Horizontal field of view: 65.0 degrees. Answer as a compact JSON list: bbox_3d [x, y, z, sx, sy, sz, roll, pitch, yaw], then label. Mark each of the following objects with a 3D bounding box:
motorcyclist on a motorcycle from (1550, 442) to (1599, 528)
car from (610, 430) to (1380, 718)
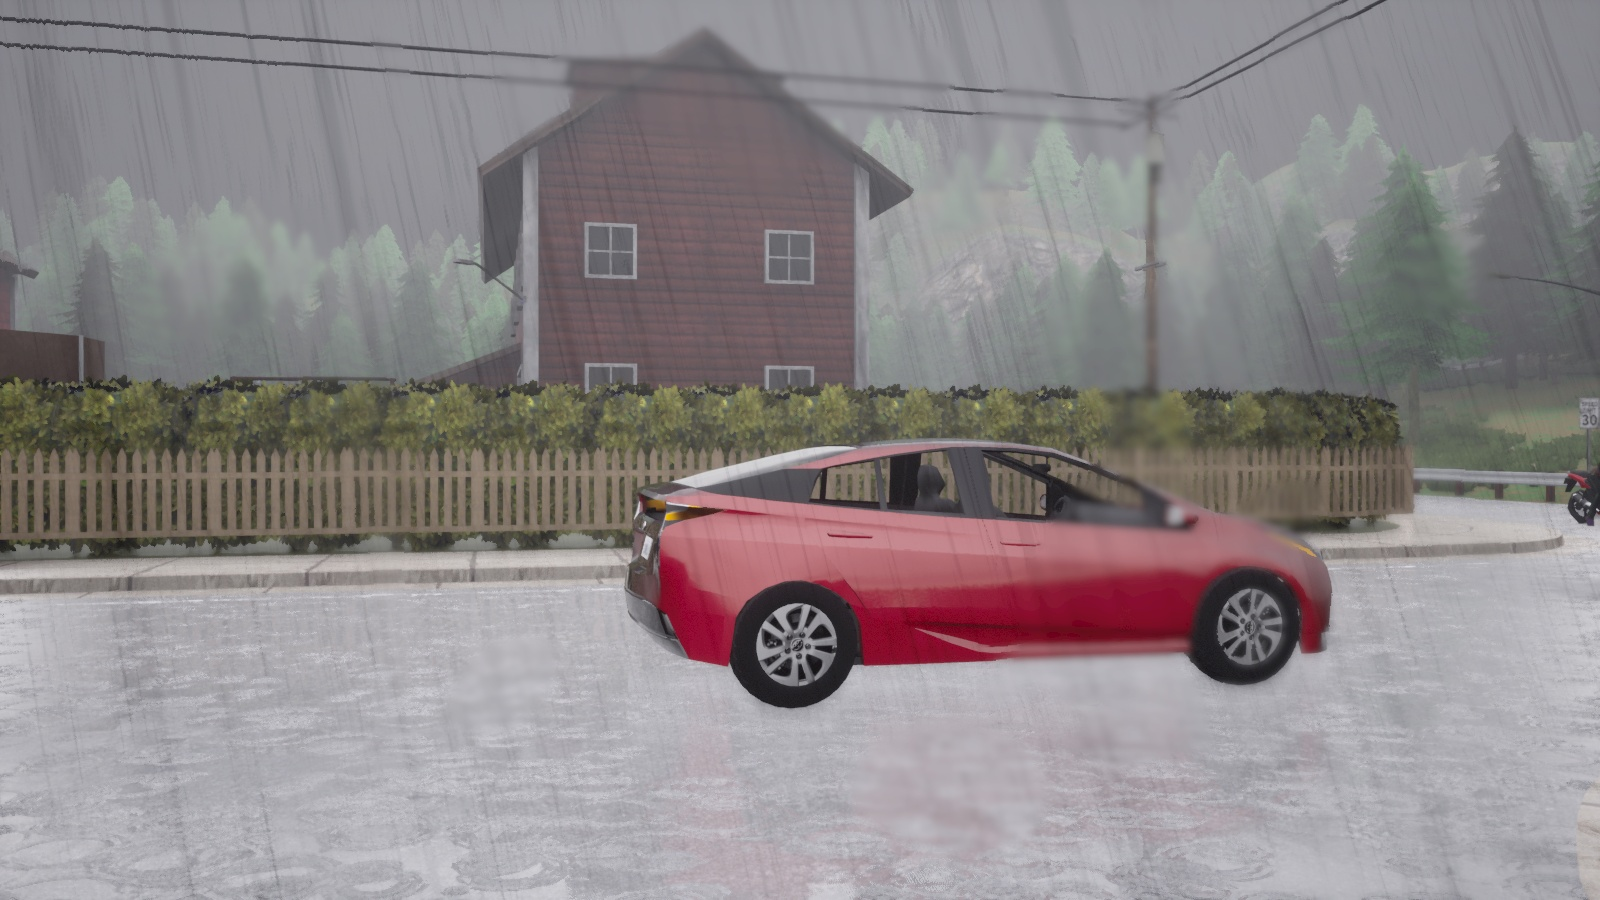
[{"bbox_3d":[14.482,0.614,22.301,0.797,1.523,2.044,0,0,-13],"label":"motorcyclist on a motorcycle"},{"bbox_3d":[1.131,0.648,8.161,4.514,1.525,2.007,0,0,-14],"label":"car"}]
